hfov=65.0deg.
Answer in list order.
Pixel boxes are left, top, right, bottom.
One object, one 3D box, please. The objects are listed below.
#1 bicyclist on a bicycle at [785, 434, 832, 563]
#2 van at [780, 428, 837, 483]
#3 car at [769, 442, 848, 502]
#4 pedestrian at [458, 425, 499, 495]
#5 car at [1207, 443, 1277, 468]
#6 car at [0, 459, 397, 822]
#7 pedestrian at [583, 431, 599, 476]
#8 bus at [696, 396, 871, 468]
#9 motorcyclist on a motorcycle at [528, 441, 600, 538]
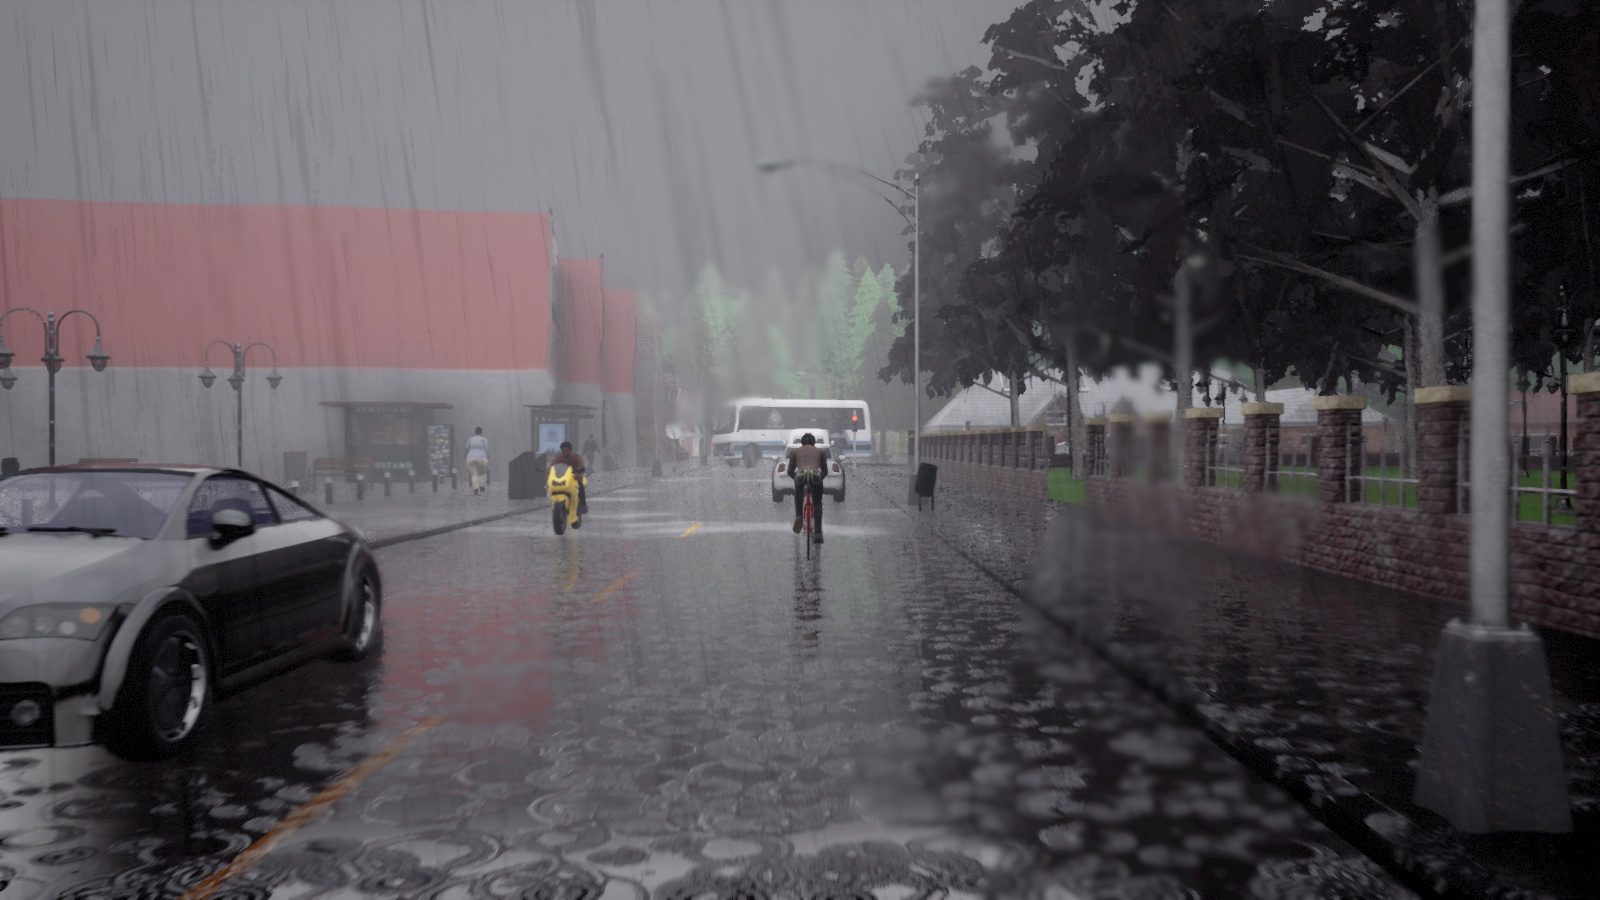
[{"bbox_3d":[0.110,0.606,16.593,0.582,1.620,1.656,0,0,0],"label":"bicyclist on a bicycle"},{"bbox_3d":[0.330,0.197,48.411,2.069,2.038,4.480,0,0,1],"label":"van"},{"bbox_3d":[0.222,0.526,32.956,1.970,1.475,3.806,0,0,0],"label":"car"},{"bbox_3d":[-8.584,0.260,33.530,0.874,1.855,0.900,0,0,0],"label":"pedestrian"},{"bbox_3d":[27.068,0.349,76.945,3.633,1.501,1.845,0,0,-1],"label":"car"},{"bbox_3d":[-3.945,0.768,7.061,1.994,1.385,4.181,0,0,0],"label":"car"},{"bbox_3d":[-8.724,0.153,52.378,0.376,1.854,0.720,0,0,15],"label":"pedestrian"},{"bbox_3d":[-0.995,-1.078,79.368,10.273,4.253,3.944,0,-1,-28],"label":"bus"},{"bbox_3d":[-3.863,0.609,20.738,0.797,1.523,2.044,0,0,0],"label":"motorcyclist on a motorcycle"}]
